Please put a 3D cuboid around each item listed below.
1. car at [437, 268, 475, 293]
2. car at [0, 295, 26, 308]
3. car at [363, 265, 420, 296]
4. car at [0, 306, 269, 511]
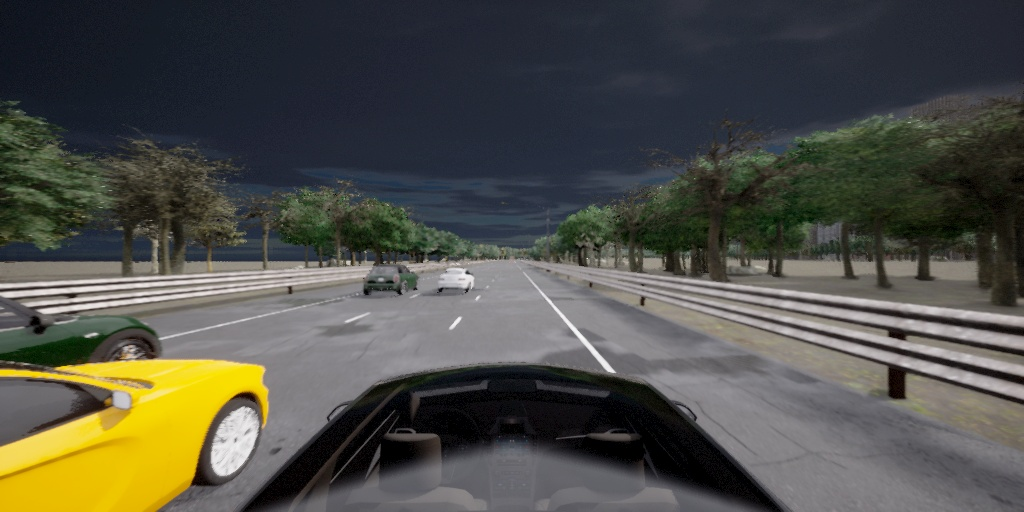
[{"bbox_3d":[-3.393,1.463,22.259,1.812,1.442,4.674,0,-1,0],"label":"car"},{"bbox_3d":[-6.898,1.124,4.091,2.097,1.767,4.553,0,-1,0],"label":"car"},{"bbox_3d":[-6.892,1.279,21.004,2.097,1.767,4.553,0,-1,0],"label":"car"},{"bbox_3d":[-3.399,1.227,1.618,1.882,1.535,5.008,0,-1,0],"label":"car"}]
